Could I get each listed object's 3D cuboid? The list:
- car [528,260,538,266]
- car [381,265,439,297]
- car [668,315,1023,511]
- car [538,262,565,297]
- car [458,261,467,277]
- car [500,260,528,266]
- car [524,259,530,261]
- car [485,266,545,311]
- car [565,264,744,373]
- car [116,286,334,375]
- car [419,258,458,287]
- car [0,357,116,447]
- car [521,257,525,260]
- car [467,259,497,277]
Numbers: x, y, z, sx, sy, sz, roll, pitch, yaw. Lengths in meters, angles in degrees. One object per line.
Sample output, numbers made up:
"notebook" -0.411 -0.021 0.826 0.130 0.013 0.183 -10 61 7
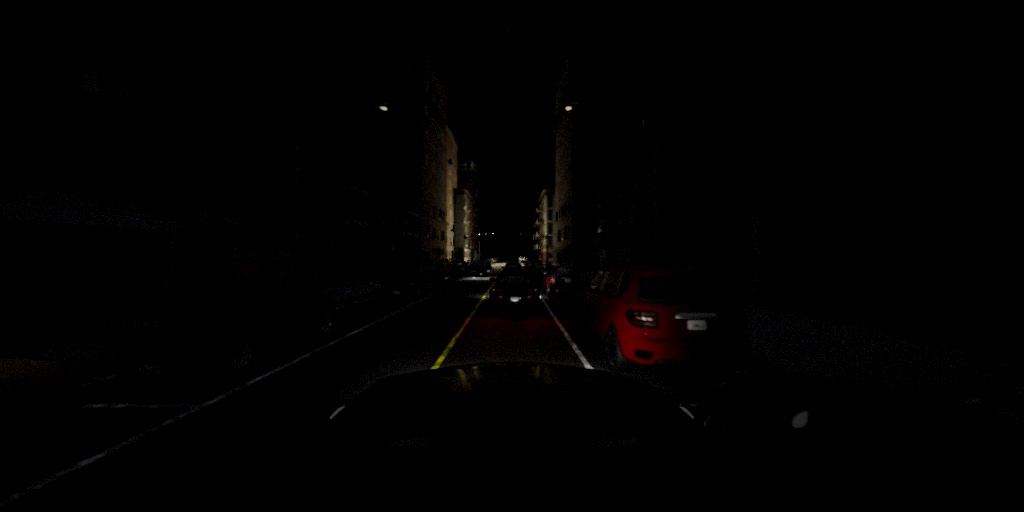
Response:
"car" 2.643 1.309 30.226 2.007 1.370 4.403 0 0 0
"car" -5.384 1.321 18.861 1.948 1.339 4.313 0 0 0
"car" 2.638 1.332 1.820 1.802 1.307 4.207 0 0 0
"car" 2.641 1.195 18.864 1.967 1.591 4.097 0 0 0
"car" -5.381 1.200 35.906 1.967 1.591 4.097 0 0 0
"car" 0.100 1.284 29.593 1.812 1.442 4.674 0 0 0
"car" 2.645 1.327 41.589 1.948 1.339 4.313 0 0 0
"car" 0.098 1.280 14.288 1.812 1.442 4.674 0 0 0
"car" 2.639 1.066 7.502 2.192 1.841 5.009 0 0 0
"car" -5.386 1.318 7.497 1.948 1.339 4.313 0 0 0
"car" -5.383 1.072 24.542 2.192 1.841 5.009 0 0 0
"car" -5.387 1.276 1.645 1.751 1.417 4.829 0 0 0
"car" 2.647 1.289 53.122 1.751 1.417 4.829 0 0 0
"car" -2.842 1.308 35.533 2.033 1.411 5.357 0 0 0
